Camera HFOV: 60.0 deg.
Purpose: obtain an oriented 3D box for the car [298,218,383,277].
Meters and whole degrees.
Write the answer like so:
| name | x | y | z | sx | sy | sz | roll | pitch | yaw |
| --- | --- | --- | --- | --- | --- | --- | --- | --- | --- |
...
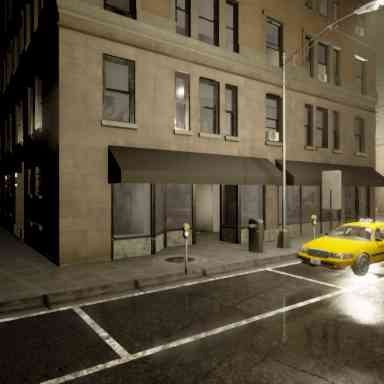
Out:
| name | x | y | z | sx | sy | sz | roll | pitch | yaw |
| --- | --- | --- | --- | --- | --- | --- | --- | --- | --- |
| car | 5.253 | 1.526 | 10.273 | 4.829 | 1.417 | 1.752 | 0 | 0 | -35 |
